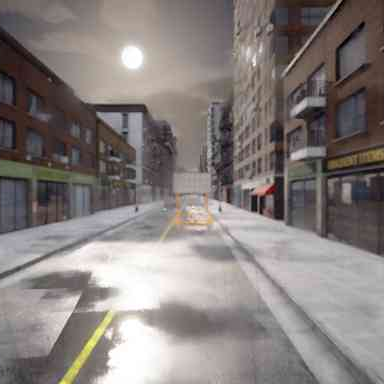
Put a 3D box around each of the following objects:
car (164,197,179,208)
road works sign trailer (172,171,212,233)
[{"bbox_3d":[-3.042,1.513,49.618,2.097,1.767,4.553,0,0,0],"label":"car"},{"bbox_3d":[0.011,0.523,20.022,2.380,3.560,2.880,0,0,0],"label":"road works sign trailer"}]
